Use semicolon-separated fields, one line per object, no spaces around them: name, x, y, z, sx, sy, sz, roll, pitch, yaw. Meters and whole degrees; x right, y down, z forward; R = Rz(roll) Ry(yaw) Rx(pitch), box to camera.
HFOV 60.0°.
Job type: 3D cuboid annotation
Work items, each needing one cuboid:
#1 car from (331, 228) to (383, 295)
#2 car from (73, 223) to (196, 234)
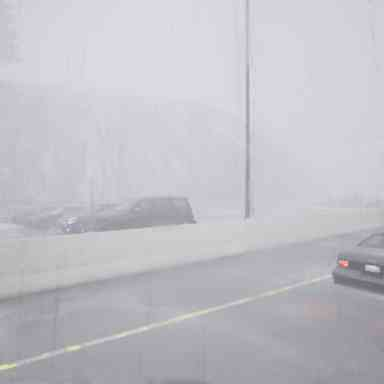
car;5.494;1.547;8.081;5.357;1.411;2.033;0;0;-39
car;-2.375;1.240;15.501;5.566;2.045;2.150;0;0;-38
